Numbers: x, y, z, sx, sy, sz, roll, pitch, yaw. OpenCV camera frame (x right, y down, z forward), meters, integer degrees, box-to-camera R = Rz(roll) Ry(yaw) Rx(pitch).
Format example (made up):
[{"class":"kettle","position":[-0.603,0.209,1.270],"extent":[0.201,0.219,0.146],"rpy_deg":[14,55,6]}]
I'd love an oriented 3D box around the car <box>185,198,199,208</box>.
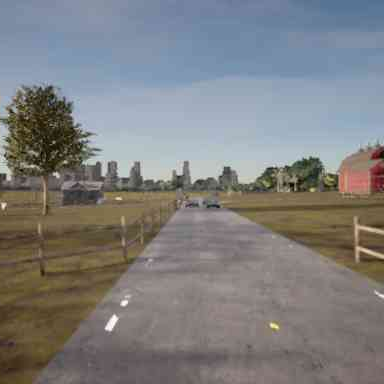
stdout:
[{"class":"car","position":[0.030,1.637,49.307],"extent":[1.994,1.385,4.181],"rpy_deg":[0,0,1]}]

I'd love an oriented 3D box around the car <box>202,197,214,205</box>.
[{"class":"car","position":[2.866,1.671,60.250],"extent":[1.994,1.385,4.181],"rpy_deg":[0,0,0]}]

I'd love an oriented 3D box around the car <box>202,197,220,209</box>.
[{"class":"car","position":[2.934,1.621,47.407],"extent":[2.033,1.411,5.357],"rpy_deg":[0,0,0]}]
